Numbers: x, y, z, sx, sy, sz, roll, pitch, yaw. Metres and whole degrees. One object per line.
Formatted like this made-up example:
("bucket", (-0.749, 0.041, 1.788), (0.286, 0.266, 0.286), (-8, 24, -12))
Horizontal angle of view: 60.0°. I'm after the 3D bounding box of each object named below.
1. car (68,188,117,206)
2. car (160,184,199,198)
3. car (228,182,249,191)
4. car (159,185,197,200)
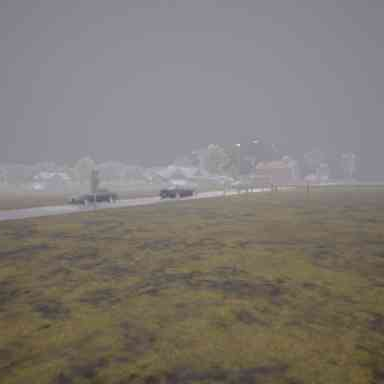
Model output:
("car", (-9.274, 0.411, 31.279), (1.837, 1.490, 4.892), (1, 4, 36))
("car", (-1.458, -0.192, 42.006), (2.033, 1.411, 5.357), (1, 3, 36))
("car", (7.702, -0.957, 54.441), (2.128, 1.511, 4.902), (1, 3, 36))
("car", (-1.498, -0.028, 36.958), (1.882, 1.535, 5.008), (1, 3, 36))
